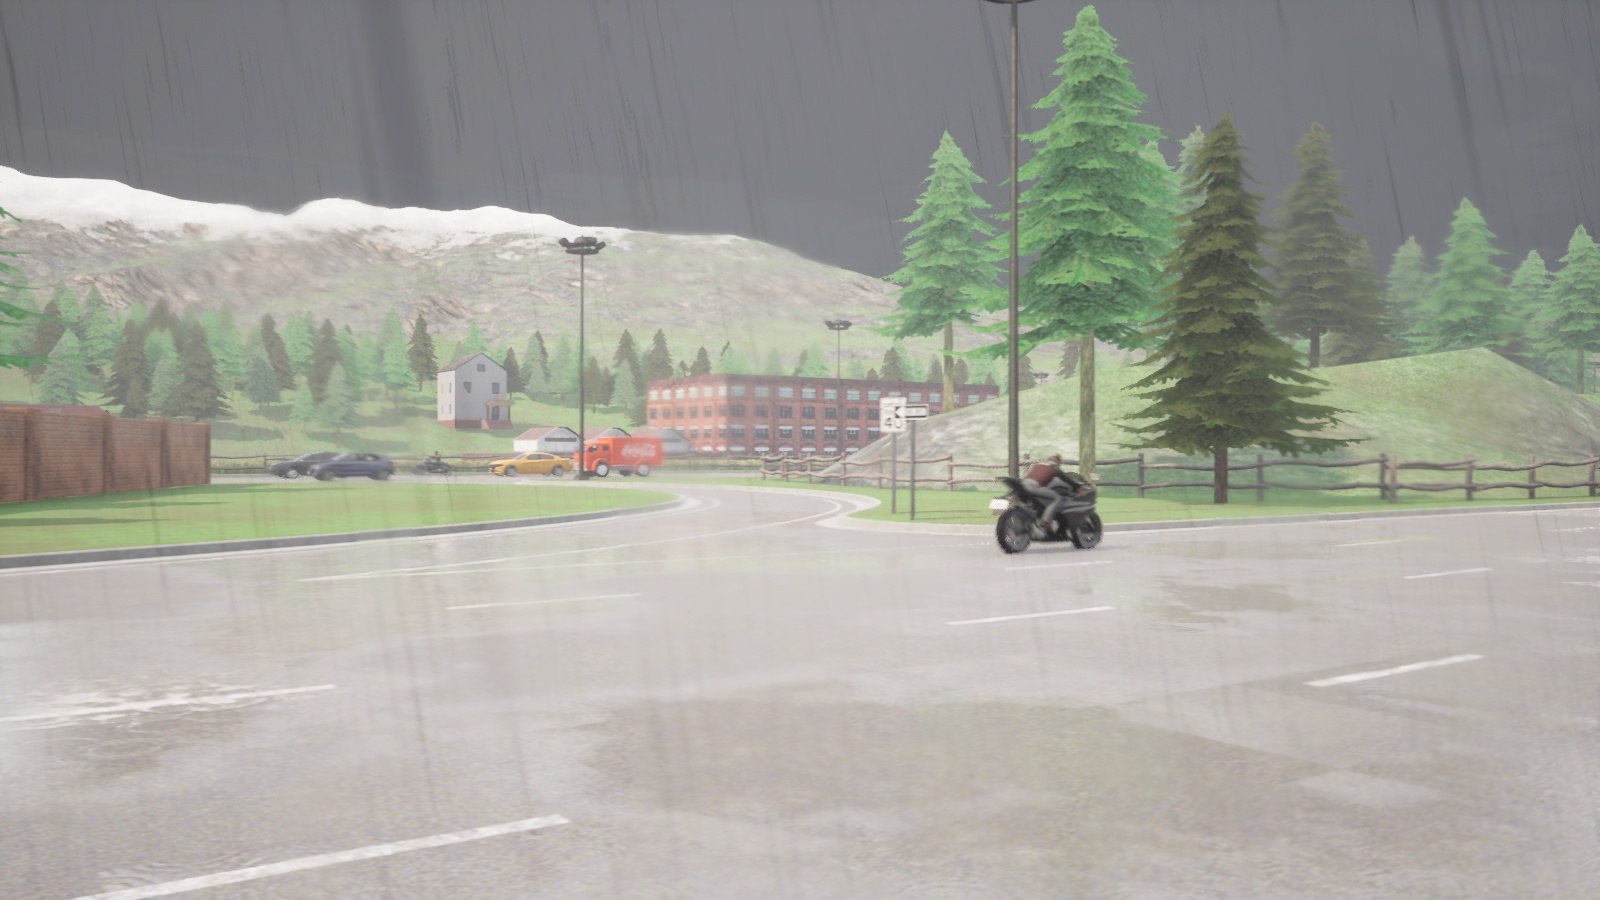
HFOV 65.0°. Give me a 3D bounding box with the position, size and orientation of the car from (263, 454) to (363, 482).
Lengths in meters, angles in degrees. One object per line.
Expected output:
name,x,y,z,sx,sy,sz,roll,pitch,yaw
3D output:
car,-27.025,0.978,69.701,4.892,1.490,1.837,0,0,-35

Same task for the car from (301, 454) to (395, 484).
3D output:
car,-23.013,0.964,63.965,4.193,1.474,1.816,0,0,-35

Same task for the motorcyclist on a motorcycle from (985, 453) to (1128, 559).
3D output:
motorcyclist on a motorcycle,3.931,0.818,19.188,2.191,1.530,0.866,0,0,-35

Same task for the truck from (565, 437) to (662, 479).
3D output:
truck,-11.297,0.469,76.333,5.204,2.467,2.627,0,0,-35

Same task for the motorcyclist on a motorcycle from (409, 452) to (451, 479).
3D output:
motorcyclist on a motorcycle,-22.657,0.932,76.981,2.350,1.649,0.766,0,0,-35

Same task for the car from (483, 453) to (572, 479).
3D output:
car,-16.666,0.946,76.871,5.008,1.535,1.882,0,0,-35
